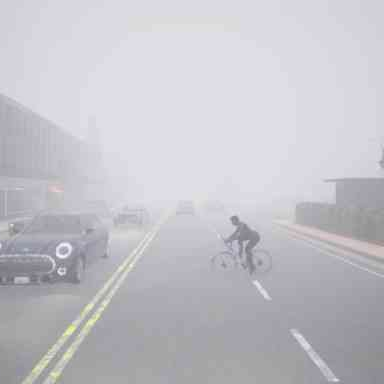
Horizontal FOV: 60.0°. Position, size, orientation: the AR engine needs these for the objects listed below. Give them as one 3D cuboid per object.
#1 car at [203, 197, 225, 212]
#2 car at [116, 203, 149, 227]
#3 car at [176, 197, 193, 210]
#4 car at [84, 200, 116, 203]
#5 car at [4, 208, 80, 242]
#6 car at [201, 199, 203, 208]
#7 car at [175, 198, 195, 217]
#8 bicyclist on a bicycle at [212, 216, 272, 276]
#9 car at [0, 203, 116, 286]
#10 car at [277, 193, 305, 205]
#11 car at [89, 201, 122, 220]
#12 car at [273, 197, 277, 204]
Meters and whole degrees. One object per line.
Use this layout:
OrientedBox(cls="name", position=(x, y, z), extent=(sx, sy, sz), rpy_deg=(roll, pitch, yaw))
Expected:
OrientedBox(cls="car", position=(2.667, 1.563, 38.446), extent=(1.994, 1.385, 4.181), rpy_deg=(0, 0, -2))
OrientedBox(cls="car", position=(-4.140, 1.601, 23.158), extent=(1.895, 1.301, 4.718), rpy_deg=(0, 0, -1))
OrientedBox(cls="car", position=(-1.007, 1.491, 44.913), extent=(2.128, 1.511, 4.902), rpy_deg=(0, 0, -1))
OrientedBox(cls="car", position=(-7.614, 1.416, 25.706), extent=(2.128, 1.511, 4.902), rpy_deg=(0, 4, -1))
OrientedBox(cls="car", position=(-7.499, 1.601, 17.226), extent=(1.895, 1.301, 4.718), rpy_deg=(0, 0, -1))
OrientedBox(cls="car", position=(2.384, 1.477, 48.478), extent=(1.882, 1.535, 5.008), rpy_deg=(0, 0, -1))
OrientedBox(cls="car", position=(-0.655, 1.547, 31.636), extent=(2.033, 1.411, 5.357), rpy_deg=(0, 0, -2))
OrientedBox(cls="bicyclist on a bicycle", position=(1.332, 1.454, 8.947), extent=(1.656, 1.620, 0.582), rpy_deg=(-2, 0, -2))
OrientedBox(cls="car", position=(-3.805, 1.352, 9.567), extent=(2.097, 1.767, 4.553), rpy_deg=(0, 0, -1))
OrientedBox(cls="car", position=(16.457, 1.156, 54.252), extent=(3.866, 1.878, 1.905), rpy_deg=(0, 0, -3))
OrientedBox(cls="car", position=(-7.798, 1.623, 30.392), extent=(1.895, 1.301, 4.718), rpy_deg=(0, 2, -1))
OrientedBox(cls="car", position=(16.364, 1.153, 57.145), extent=(4.605, 1.855, 1.932), rpy_deg=(0, 0, -3))
